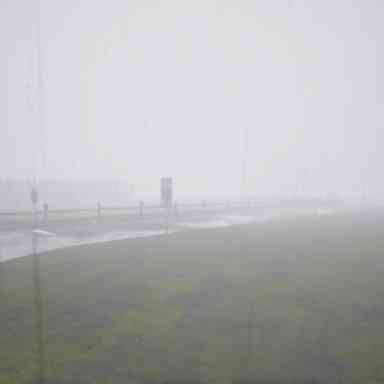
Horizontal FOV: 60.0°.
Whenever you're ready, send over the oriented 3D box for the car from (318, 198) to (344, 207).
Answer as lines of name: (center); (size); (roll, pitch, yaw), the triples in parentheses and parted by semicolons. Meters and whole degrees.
car: (19.702, 1.451, 47.097); (1.895, 1.301, 4.718); (1, 1, 44)
